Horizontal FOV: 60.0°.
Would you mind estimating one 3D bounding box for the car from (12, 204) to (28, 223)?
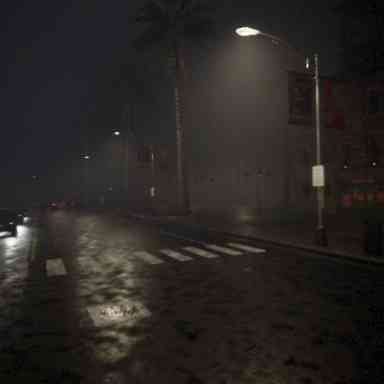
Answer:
[{"bbox_3d":[-15.721,2.058,29.070,1.895,1.301,4.718,-1,0,-25],"label":"car"}]

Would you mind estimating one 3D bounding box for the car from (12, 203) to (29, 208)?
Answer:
[{"bbox_3d":[-20.058,2.094,38.487,1.837,1.490,4.892,-1,0,-25],"label":"car"}]

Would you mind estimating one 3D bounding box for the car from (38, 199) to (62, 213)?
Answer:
[{"bbox_3d":[-20.676,2.139,48.232,2.128,1.511,4.902,-1,0,-28],"label":"car"}]

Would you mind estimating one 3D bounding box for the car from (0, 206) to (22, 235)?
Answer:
[{"bbox_3d":[-11.930,1.867,20.794,1.812,1.442,4.674,-1,0,-25],"label":"car"}]

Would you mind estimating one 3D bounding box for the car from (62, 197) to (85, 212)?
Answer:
[{"bbox_3d":[-17.671,1.815,50.031,2.150,2.045,5.566,-1,0,-28],"label":"car"}]

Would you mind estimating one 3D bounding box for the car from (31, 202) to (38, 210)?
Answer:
[{"bbox_3d":[-26.098,2.346,57.007,2.033,1.411,5.357,-1,0,-36],"label":"car"}]
